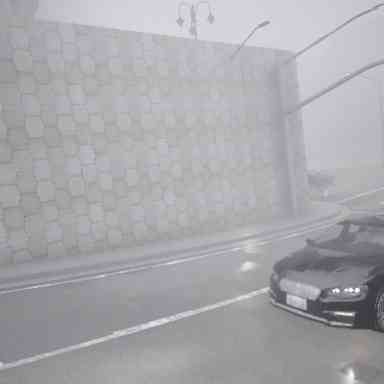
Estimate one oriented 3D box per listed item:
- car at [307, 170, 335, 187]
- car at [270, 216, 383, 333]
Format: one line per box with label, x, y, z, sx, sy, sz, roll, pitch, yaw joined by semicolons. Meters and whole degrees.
car;11.030;-1.315;31.322;1.812;1.442;4.674;-11;6;-35
car;3.587;1.294;6.562;4.902;1.511;2.128;-4;2;-36
